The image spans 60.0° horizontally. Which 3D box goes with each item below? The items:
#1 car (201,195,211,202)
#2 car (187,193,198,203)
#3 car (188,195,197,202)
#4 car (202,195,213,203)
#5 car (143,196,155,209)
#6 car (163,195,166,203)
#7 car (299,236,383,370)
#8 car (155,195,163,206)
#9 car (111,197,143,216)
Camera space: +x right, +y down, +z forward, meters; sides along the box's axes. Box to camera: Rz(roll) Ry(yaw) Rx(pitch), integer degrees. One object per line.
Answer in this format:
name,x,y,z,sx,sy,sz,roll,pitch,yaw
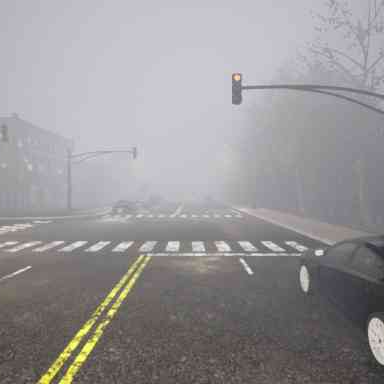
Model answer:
car,3.293,1.494,79.164,2.128,1.511,4.902,0,0,0
car,0.136,1.196,68.642,2.150,2.045,5.566,0,0,0
car,0.043,1.509,79.285,2.033,1.411,5.357,0,0,0
car,3.389,1.480,68.974,1.837,1.490,4.892,0,0,0
car,-6.569,1.478,44.428,2.128,1.511,4.902,0,0,0
car,-6.491,1.328,66.713,2.097,1.767,4.553,0,0,1
car,3.345,1.477,5.649,1.882,1.535,5.008,0,0,1
car,-6.554,1.458,56.343,1.882,1.535,5.008,0,0,0
car,-6.577,1.483,32.803,2.128,1.511,4.902,0,0,0
